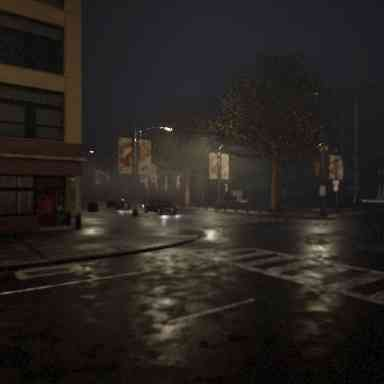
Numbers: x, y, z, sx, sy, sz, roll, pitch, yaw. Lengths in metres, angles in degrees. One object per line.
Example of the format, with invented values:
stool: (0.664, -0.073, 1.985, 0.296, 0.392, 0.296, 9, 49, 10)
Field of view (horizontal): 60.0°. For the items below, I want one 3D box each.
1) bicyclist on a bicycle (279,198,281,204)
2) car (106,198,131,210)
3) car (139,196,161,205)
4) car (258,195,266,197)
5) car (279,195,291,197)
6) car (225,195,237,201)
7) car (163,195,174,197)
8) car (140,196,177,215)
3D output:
bicyclist on a bicycle: (13.009, 1.256, 50.785, 1.656, 1.620, 0.582, 0, 0, -36)
car: (-9.494, 1.472, 42.799, 2.128, 1.511, 4.902, 0, 0, -35)
car: (-7.663, 1.473, 60.107, 1.837, 1.490, 4.892, 0, 0, -36)
car: (18.043, 1.392, 83.327, 1.895, 1.301, 4.718, 0, 0, -36)
car: (18.835, 1.257, 69.393, 2.002, 1.452, 4.674, 0, 0, -36)
car: (8.376, 1.355, 76.900, 2.161, 1.482, 4.786, 0, 0, -36)
car: (-4.800, 1.316, 62.120, 2.097, 1.767, 4.553, 0, 0, -36)
car: (-3.348, 1.486, 34.163, 1.837, 1.490, 4.892, 0, 0, -36)
